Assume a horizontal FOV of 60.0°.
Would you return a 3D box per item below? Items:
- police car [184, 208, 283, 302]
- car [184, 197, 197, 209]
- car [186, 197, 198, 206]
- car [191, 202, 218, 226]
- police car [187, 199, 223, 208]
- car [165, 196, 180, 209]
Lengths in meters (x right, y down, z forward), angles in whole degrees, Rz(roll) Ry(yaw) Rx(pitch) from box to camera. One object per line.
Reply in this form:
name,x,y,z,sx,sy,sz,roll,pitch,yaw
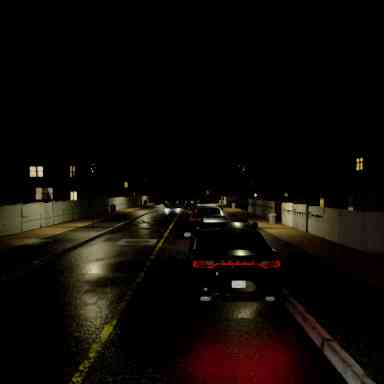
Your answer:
police car,0.824,1.424,8.445,1.930,1.638,5.238,0,0,0
car,0.025,1.409,45.790,2.097,1.767,4.553,0,0,0
car,-0.004,1.668,59.758,1.994,1.385,4.181,0,0,0
car,0.823,1.519,24.338,1.837,1.490,4.892,0,0,0
police car,0.823,1.432,18.448,1.930,1.638,5.238,0,0,0
car,-2.754,1.415,47.714,2.097,1.767,4.553,0,0,0
